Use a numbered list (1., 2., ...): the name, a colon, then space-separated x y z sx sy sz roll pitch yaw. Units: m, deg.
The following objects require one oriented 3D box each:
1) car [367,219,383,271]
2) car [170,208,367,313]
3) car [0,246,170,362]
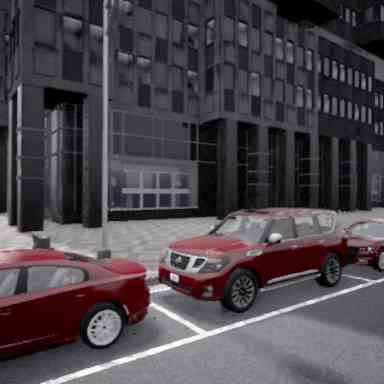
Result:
1. car: 6.190 1.589 11.087 4.507 1.381 1.887 0 0 -36
2. car: 1.709 1.338 7.878 5.009 1.841 2.192 0 0 -36
3. car: -2.774 1.546 4.669 4.507 1.381 1.887 0 0 -36
